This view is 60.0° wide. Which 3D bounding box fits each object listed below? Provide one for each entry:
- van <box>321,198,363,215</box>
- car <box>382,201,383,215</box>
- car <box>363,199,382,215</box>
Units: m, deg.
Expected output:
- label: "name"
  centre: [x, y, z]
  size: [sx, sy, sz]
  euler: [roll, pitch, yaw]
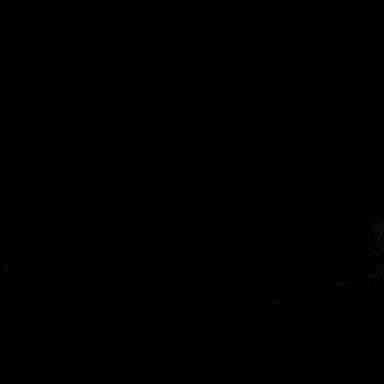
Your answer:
- label: "van"
  centre: [18.418, 1.807, 41.622]
  size: [1.878, 1.987, 4.442]
  euler: [2, -1, -35]
- label: "car"
  centre: [23.194, 2.227, 44.655]
  size: [1.946, 1.575, 5.366]
  euler: [3, -1, -35]
- label: "car"
  centre: [20.824, 1.877, 43.228]
  size: [2.435, 2.045, 5.566]
  euler: [2, -1, -35]
